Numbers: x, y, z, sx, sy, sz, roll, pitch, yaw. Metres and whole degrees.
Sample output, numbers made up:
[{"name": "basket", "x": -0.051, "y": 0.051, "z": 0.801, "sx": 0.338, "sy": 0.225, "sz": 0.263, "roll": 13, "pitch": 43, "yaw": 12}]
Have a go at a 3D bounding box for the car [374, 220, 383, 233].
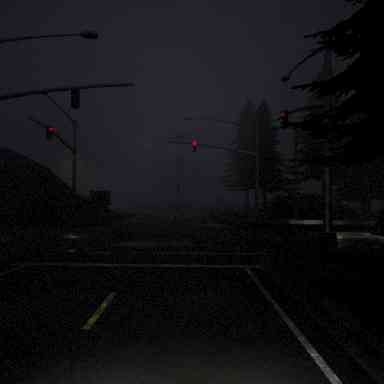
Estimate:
[{"name": "car", "x": 14.196, "y": 1.869, "z": 21.184, "sx": 4.553, "sy": 1.767, "sz": 2.097, "roll": 0, "pitch": -1, "yaw": 0}]
